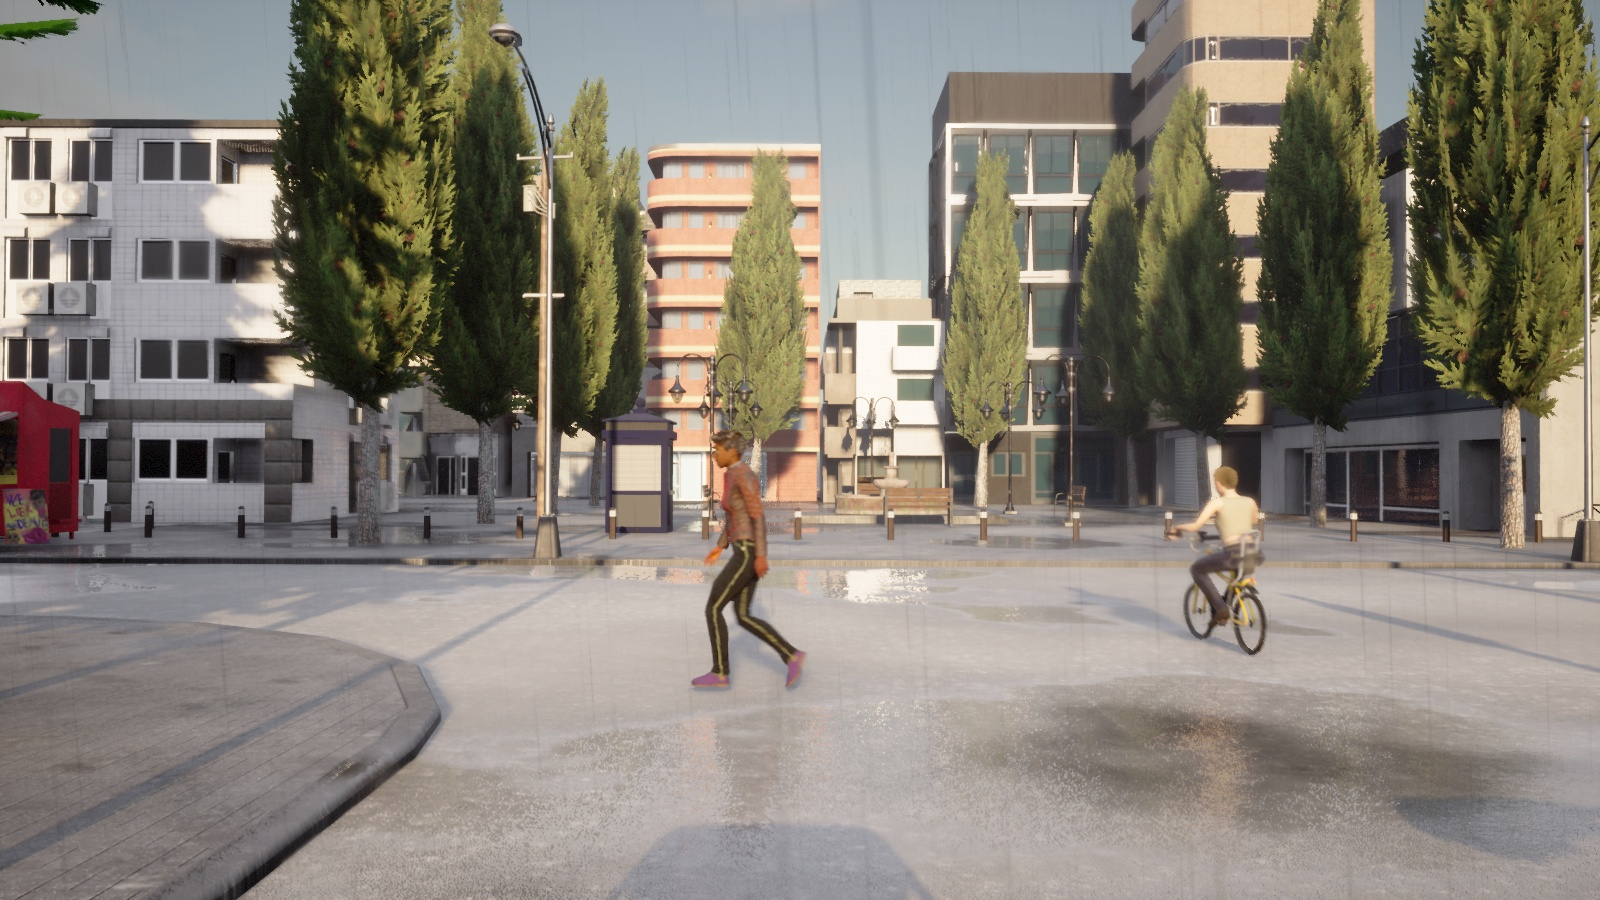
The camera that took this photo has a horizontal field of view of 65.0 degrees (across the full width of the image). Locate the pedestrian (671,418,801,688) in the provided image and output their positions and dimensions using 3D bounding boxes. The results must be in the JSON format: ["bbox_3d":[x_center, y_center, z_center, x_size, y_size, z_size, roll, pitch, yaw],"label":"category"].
[{"bbox_3d":[-0.431,0.693,8.606,0.869,1.805,0.328,0,-1,0],"label":"pedestrian"}]

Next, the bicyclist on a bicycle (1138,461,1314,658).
[{"bbox_3d":[3.775,0.925,11.269,0.866,1.612,1.509,-1,-1,-8],"label":"bicyclist on a bicycle"}]
